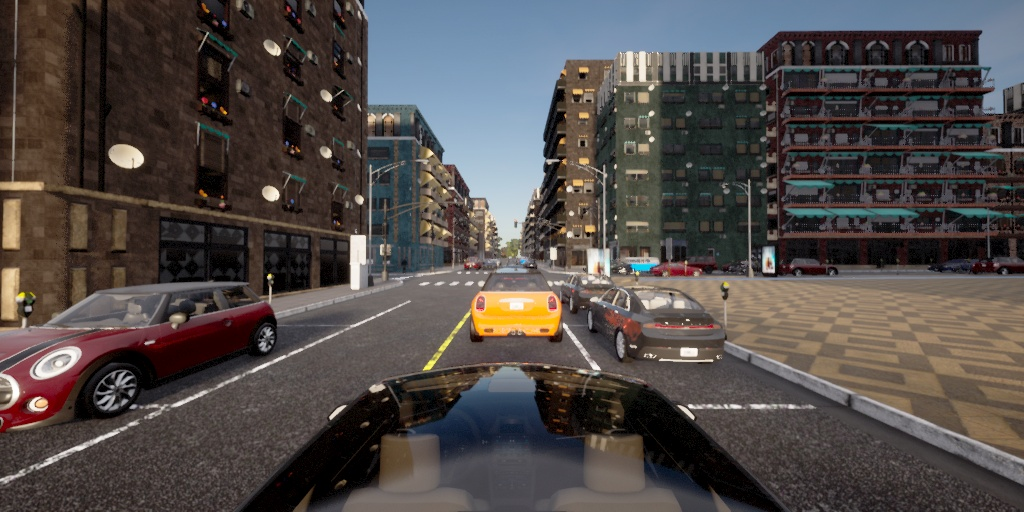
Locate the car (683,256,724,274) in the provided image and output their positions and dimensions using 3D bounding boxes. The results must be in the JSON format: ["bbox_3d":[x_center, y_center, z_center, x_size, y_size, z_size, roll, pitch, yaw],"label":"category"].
[{"bbox_3d":[19.300,0.963,38.443,5.009,1.841,2.192,0,0,0],"label":"car"}]

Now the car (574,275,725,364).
[{"bbox_3d":[2.821,1.300,7.907,2.007,1.370,4.403,0,0,0],"label":"car"}]

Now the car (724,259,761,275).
[{"bbox_3d":[24.276,1.065,35.826,4.902,1.511,2.128,0,-1,0],"label":"car"}]

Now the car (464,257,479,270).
[{"bbox_3d":[-5.686,1.064,51.710,2.192,1.841,5.009,0,0,0],"label":"car"}]

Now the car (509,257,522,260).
[{"bbox_3d":[0.101,1.242,59.941,2.128,1.511,4.902,0,0,0],"label":"car"}]

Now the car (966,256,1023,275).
[{"bbox_3d":[41.346,0.801,29.902,4.097,1.591,1.967,0,0,0],"label":"car"}]

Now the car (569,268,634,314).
[{"bbox_3d":[2.821,1.300,13.477,2.007,1.370,4.403,0,0,0],"label":"car"}]

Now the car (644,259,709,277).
[{"bbox_3d":[13.710,1.152,30.103,4.207,1.307,1.802,0,0,0],"label":"car"}]

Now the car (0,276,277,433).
[{"bbox_3d":[-5.819,1.189,5.672,1.967,1.591,4.097,0,0,0],"label":"car"}]

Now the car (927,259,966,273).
[{"bbox_3d":[44.866,0.967,35.620,5.357,1.411,2.033,0,-1,1],"label":"car"}]

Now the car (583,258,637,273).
[{"bbox_3d":[9.583,1.194,36.185,4.892,1.490,1.837,-1,-1,5],"label":"car"}]

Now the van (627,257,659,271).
[{"bbox_3d":[13.773,1.032,38.483,3.998,1.789,1.690,0,0,0],"label":"van"}]

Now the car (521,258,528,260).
[{"bbox_3d":[2.695,1.316,51.670,1.948,1.339,4.313,0,0,0],"label":"car"}]

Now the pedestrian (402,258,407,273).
[{"bbox_3d":[-12.526,1.082,41.635,0.375,1.860,0.375,0,0,0],"label":"pedestrian"}]

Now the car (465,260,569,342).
[{"bbox_3d":[0.098,1.101,9.886,2.097,1.767,4.553,0,0,0],"label":"car"}]

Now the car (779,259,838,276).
[{"bbox_3d":[24.765,0.925,30.022,4.097,1.591,1.967,0,0,0],"label":"car"}]
